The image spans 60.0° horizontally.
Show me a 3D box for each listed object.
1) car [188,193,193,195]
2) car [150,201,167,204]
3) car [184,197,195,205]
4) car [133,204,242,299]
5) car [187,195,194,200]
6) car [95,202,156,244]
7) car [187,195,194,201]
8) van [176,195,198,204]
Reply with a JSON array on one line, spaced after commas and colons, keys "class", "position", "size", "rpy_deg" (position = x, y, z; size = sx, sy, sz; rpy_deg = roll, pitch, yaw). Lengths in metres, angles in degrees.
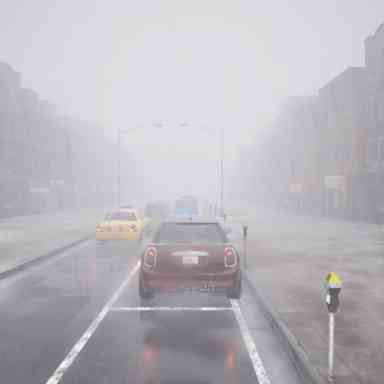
[{"class": "car", "position": [-0.402, 1.302, 36.607], "size": [2.192, 1.841, 5.009], "rpy_deg": [-1, 0, 0]}, {"class": "car", "position": [-2.929, 1.482, 28.507], "size": [2.128, 1.511, 4.902], "rpy_deg": [0, 0, 0]}, {"class": "car", "position": [-0.395, 1.563, 58.737], "size": [1.802, 1.307, 4.206], "rpy_deg": [-1, 0, 0]}, {"class": "car", "position": [-0.032, 1.349, 8.622], "size": [2.097, 1.767, 4.553], "rpy_deg": [0, 0, 0]}, {"class": "car", "position": [-0.393, 1.542, 91.932], "size": [1.947, 1.339, 4.313], "rpy_deg": [-1, 0, 0]}, {"class": "car", "position": [-3.020, 1.449, 15.615], "size": [1.801, 1.575, 5.366], "rpy_deg": [0, 0, 0]}, {"class": "car", "position": [-0.394, 1.543, 86.399], "size": [1.947, 1.339, 4.313], "rpy_deg": [-1, 0, 0]}, {"class": "van", "position": [-0.402, 1.332, 25.542], "size": [1.690, 1.788, 3.998], "rpy_deg": [-1, 0, 0]}]
